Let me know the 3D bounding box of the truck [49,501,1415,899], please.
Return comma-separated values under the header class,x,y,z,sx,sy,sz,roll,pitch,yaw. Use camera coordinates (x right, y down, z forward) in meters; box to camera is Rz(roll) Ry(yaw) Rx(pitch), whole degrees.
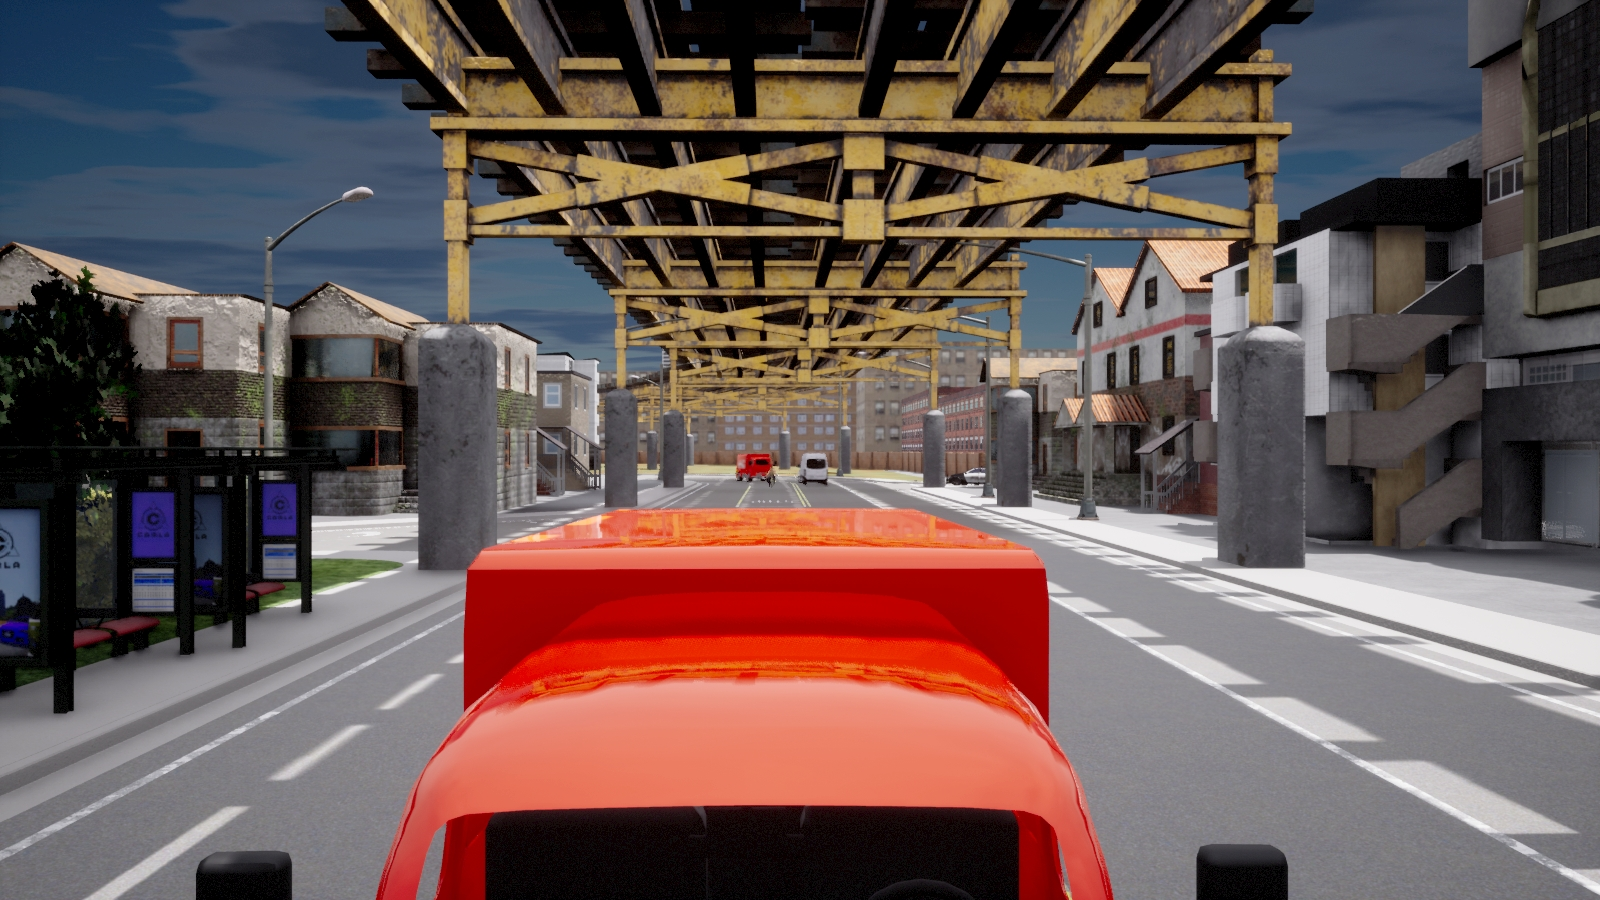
class,x,y,z,sx,sy,sz,roll,pitch,yaw
truck,-0.167,1.568,4.802,2.627,2.467,5.204,0,0,-1
